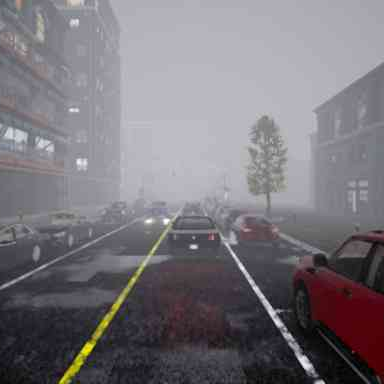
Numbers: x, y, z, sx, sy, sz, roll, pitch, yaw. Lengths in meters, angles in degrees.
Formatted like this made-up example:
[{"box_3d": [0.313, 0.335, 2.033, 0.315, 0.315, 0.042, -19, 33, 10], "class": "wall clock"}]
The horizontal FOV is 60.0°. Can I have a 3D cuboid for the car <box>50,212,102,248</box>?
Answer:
[{"box_3d": [-5.695, 1.581, 14.754, 2.008, 1.369, 4.403, 0, 0, 0], "class": "car"}]

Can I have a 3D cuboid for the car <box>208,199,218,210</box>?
[{"box_3d": [2.679, 1.645, 31.374, 1.947, 1.339, 4.313, 0, 0, 0], "class": "car"}]

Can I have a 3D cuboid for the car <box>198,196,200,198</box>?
[{"box_3d": [2.657, 1.843, 91.484, 2.008, 1.369, 4.403, 0, 0, 0], "class": "car"}]

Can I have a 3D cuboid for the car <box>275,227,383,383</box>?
[{"box_3d": [2.690, 1.322, 3.681, 2.192, 1.841, 5.009, 0, 0, 0], "class": "car"}]

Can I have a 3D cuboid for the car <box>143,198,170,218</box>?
[{"box_3d": [-3.112, 1.558, 31.708, 1.882, 1.535, 5.008, 0, 0, 0], "class": "car"}]

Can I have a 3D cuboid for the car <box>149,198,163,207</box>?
[{"box_3d": [-5.710, 1.671, 53.360, 1.752, 1.417, 4.829, 0, 0, 0], "class": "car"}]

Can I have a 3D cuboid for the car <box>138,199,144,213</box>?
[{"box_3d": [-5.704, 1.536, 36.911, 1.967, 1.590, 4.097, 0, 0, 0], "class": "car"}]

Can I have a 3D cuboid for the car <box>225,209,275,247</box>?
[{"box_3d": [2.685, 1.612, 14.757, 1.802, 1.307, 4.206, 0, 0, 0], "class": "car"}]

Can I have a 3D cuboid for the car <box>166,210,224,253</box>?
[{"box_3d": [0.077, 1.629, 13.831, 1.895, 1.301, 4.718, 0, 0, 0], "class": "car"}]

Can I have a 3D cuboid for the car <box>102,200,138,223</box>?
[{"box_3d": [-5.700, 1.502, 25.832, 1.967, 1.590, 4.097, 0, 0, 0], "class": "car"}]

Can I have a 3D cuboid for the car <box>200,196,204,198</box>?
[{"box_3d": [2.673, 1.445, 47.994, 2.192, 1.841, 5.009, 0, 0, 0], "class": "car"}]

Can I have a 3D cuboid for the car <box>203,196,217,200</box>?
[{"box_3d": [2.675, 1.639, 42.623, 1.752, 1.417, 4.829, 0, 0, 0], "class": "car"}]

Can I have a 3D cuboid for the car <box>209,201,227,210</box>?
[{"box_3d": [2.681, 1.613, 25.834, 2.008, 1.369, 4.403, 0, 0, 0], "class": "car"}]

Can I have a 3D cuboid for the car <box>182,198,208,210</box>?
[{"box_3d": [0.075, 1.568, 30.519, 2.128, 1.511, 4.902, 0, 0, 0], "class": "car"}]

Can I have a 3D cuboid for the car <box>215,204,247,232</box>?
[{"box_3d": [2.683, 1.611, 20.296, 1.947, 1.339, 4.313, 0, 0, 0], "class": "car"}]

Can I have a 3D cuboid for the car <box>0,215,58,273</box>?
[{"box_3d": [-5.693, 1.568, 9.215, 2.008, 1.369, 4.403, 0, 0, 0], "class": "car"}]
